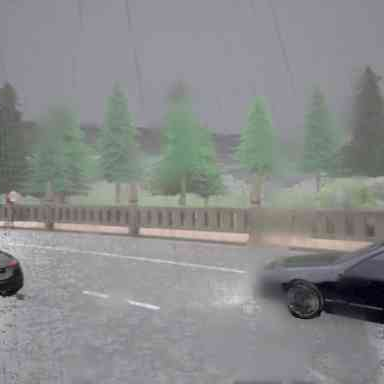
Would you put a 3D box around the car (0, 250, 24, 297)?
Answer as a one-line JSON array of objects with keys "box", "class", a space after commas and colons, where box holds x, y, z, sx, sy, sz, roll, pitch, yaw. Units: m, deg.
[{"box": [-5.651, 1.592, 7.285, 4.181, 1.385, 1.994, 0, 0, 30], "class": "car"}]

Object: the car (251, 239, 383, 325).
[{"box": [3.762, 1.504, 5.511, 5.357, 1.411, 2.033, 0, 0, 35], "class": "car"}]
